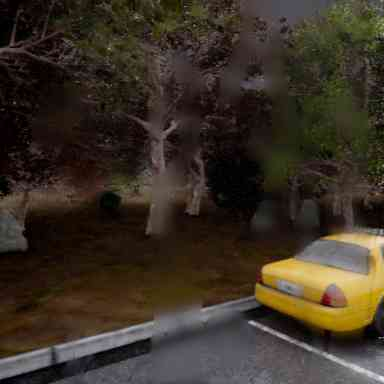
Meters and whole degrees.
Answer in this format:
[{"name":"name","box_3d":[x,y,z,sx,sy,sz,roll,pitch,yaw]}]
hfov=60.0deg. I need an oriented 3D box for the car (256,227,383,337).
[{"name":"car","box_3d":[3.685,1.482,6.657,5.366,1.575,1.946,0,1,-33]}]
